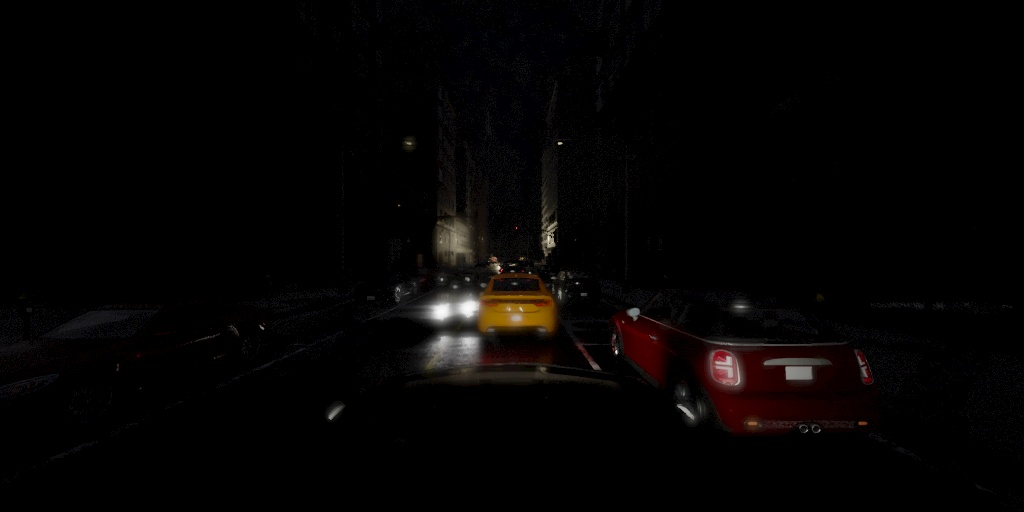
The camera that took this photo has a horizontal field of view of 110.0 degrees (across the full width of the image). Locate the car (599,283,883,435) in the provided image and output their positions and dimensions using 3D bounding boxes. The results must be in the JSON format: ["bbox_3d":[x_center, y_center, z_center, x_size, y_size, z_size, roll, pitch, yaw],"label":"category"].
[{"bbox_3d":[2.863,1.190,5.510,1.967,1.591,4.097,0,0,0],"label":"car"}]

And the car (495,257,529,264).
[{"bbox_3d":[0.075,1.105,28.118,2.097,1.767,4.553,0,0,1],"label":"car"}]

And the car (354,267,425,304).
[{"bbox_3d":[-5.643,1.316,16.527,1.948,1.339,4.313,0,0,0],"label":"car"}]

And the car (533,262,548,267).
[{"bbox_3d":[2.901,1.318,27.515,1.948,1.339,4.313,0,0,0],"label":"car"}]

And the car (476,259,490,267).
[{"bbox_3d":[-5.525,1.374,64.632,1.802,1.307,4.207,0,0,0],"label":"car"}]

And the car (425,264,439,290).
[{"bbox_3d":[-5.634,1.333,22.029,1.802,1.307,4.207,0,0,0],"label":"car"}]

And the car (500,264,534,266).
[{"bbox_3d":[0.131,1.315,19.385,1.994,1.385,4.181,0,0,0],"label":"car"}]

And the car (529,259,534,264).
[{"bbox_3d":[3.000,1.232,64.604,1.967,1.591,4.097,0,0,0],"label":"car"}]

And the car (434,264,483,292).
[{"bbox_3d":[-3.029,1.352,21.418,1.895,1.301,4.718,0,0,1],"label":"car"}]

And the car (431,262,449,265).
[{"bbox_3d":[-5.624,1.192,27.530,1.967,1.591,4.097,0,0,0],"label":"car"}]

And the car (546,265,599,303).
[{"bbox_3d":[2.882,1.301,16.513,2.007,1.370,4.403,0,0,0],"label":"car"}]

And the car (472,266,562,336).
[{"bbox_3d":[0.112,1.228,10.397,1.882,1.535,5.008,0,0,0],"label":"car"}]

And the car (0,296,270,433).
[{"bbox_3d":[-5.662,1.332,5.525,1.802,1.307,4.207,0,0,0],"label":"car"}]
